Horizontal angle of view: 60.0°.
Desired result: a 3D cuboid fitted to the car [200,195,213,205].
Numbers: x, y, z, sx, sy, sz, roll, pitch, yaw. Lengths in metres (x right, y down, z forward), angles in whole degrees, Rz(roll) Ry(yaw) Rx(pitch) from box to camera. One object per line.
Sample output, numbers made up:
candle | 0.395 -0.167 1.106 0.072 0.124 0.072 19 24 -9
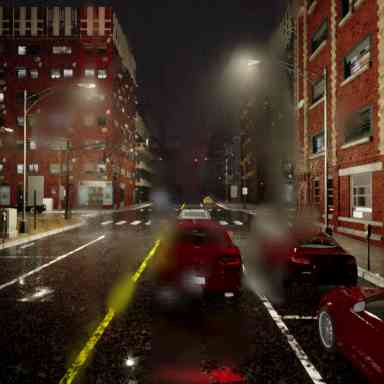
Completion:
car | 2.799 1.543 58.329 1.752 1.417 4.829 1 0 0

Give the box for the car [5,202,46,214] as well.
car | -18.648 1.729 37.324 4.313 1.339 1.947 0 -1 0

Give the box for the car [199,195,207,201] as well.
car | 2.846 1.596 86.421 1.947 1.339 4.313 1 0 0

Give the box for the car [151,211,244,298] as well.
car | 0.112 1.480 8.588 1.882 1.535 5.008 0 0 0

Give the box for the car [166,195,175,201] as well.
car | -5.533 1.581 86.474 2.008 1.369 4.403 1 0 0

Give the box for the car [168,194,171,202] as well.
car | -5.572 1.602 63.865 1.802 1.307 4.206 1 0 0

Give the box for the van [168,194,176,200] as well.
van | -5.521 1.375 92.126 1.690 1.788 3.998 1 0 0

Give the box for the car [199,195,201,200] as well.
car | 2.837 1.572 80.770 1.887 1.381 4.507 1 0 0

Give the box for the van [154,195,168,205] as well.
van | -5.578 1.359 58.213 1.690 1.788 3.998 1 0 0

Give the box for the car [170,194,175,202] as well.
car | -5.553 1.607 75.169 1.802 1.307 4.206 1 0 0

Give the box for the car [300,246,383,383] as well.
car | 2.673 1.583 3.250 1.802 1.307 4.206 1 0 0

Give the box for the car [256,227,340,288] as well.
car | 2.852 1.584 8.906 1.802 1.307 4.206 1 0 0
